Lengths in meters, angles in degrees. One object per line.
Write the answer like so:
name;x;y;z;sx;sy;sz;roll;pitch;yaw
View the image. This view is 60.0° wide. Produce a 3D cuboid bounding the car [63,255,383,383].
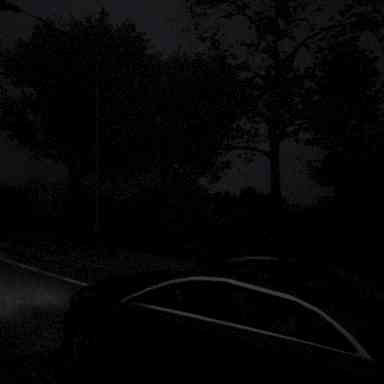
car;0.497;1.500;3.770;4.902;1.511;2.128;0;0;36
